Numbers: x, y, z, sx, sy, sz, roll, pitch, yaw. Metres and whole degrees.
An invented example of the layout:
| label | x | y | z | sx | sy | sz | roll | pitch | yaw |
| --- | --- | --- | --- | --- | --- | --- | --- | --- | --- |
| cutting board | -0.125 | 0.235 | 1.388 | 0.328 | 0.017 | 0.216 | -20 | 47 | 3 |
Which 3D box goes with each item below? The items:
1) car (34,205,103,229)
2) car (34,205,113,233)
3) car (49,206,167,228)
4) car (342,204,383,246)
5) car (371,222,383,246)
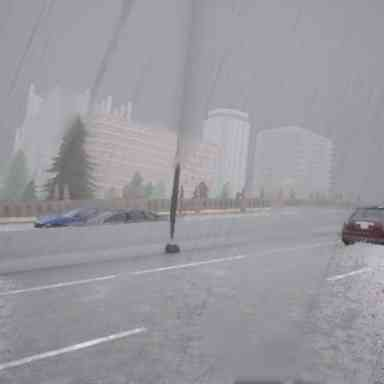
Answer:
| label | x | y | z | sx | sy | sz | roll | pitch | yaw |
| --- | --- | --- | --- | --- | --- | --- | --- | --- | --- |
| car | -5.484 | 1.476 | 17.278 | 5.008 | 1.535 | 1.882 | 0 | 0 | -36 |
| car | -7.218 | 1.562 | 20.339 | 4.181 | 1.385 | 1.994 | 0 | 0 | -36 |
| car | -3.320 | 1.503 | 14.521 | 4.892 | 1.490 | 1.837 | 0 | 0 | -35 |
| car | 8.349 | 1.351 | 14.003 | 4.553 | 1.767 | 2.097 | 0 | 0 | -36 |
| car | 6.756 | 1.525 | 8.567 | 4.674 | 1.442 | 1.812 | 0 | 0 | -36 |
